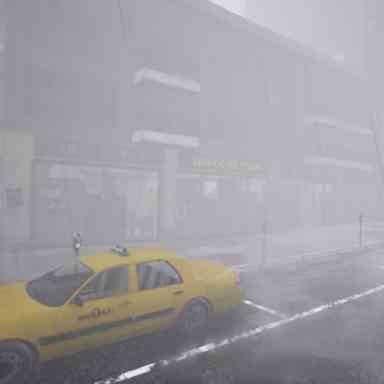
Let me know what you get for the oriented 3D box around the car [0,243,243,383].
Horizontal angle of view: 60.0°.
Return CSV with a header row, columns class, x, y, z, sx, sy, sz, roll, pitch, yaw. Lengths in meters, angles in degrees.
class,x,y,z,sx,sy,sz,roll,pitch,yaw
car,-1.364,1.525,5.099,4.829,1.417,1.752,0,2,-35
